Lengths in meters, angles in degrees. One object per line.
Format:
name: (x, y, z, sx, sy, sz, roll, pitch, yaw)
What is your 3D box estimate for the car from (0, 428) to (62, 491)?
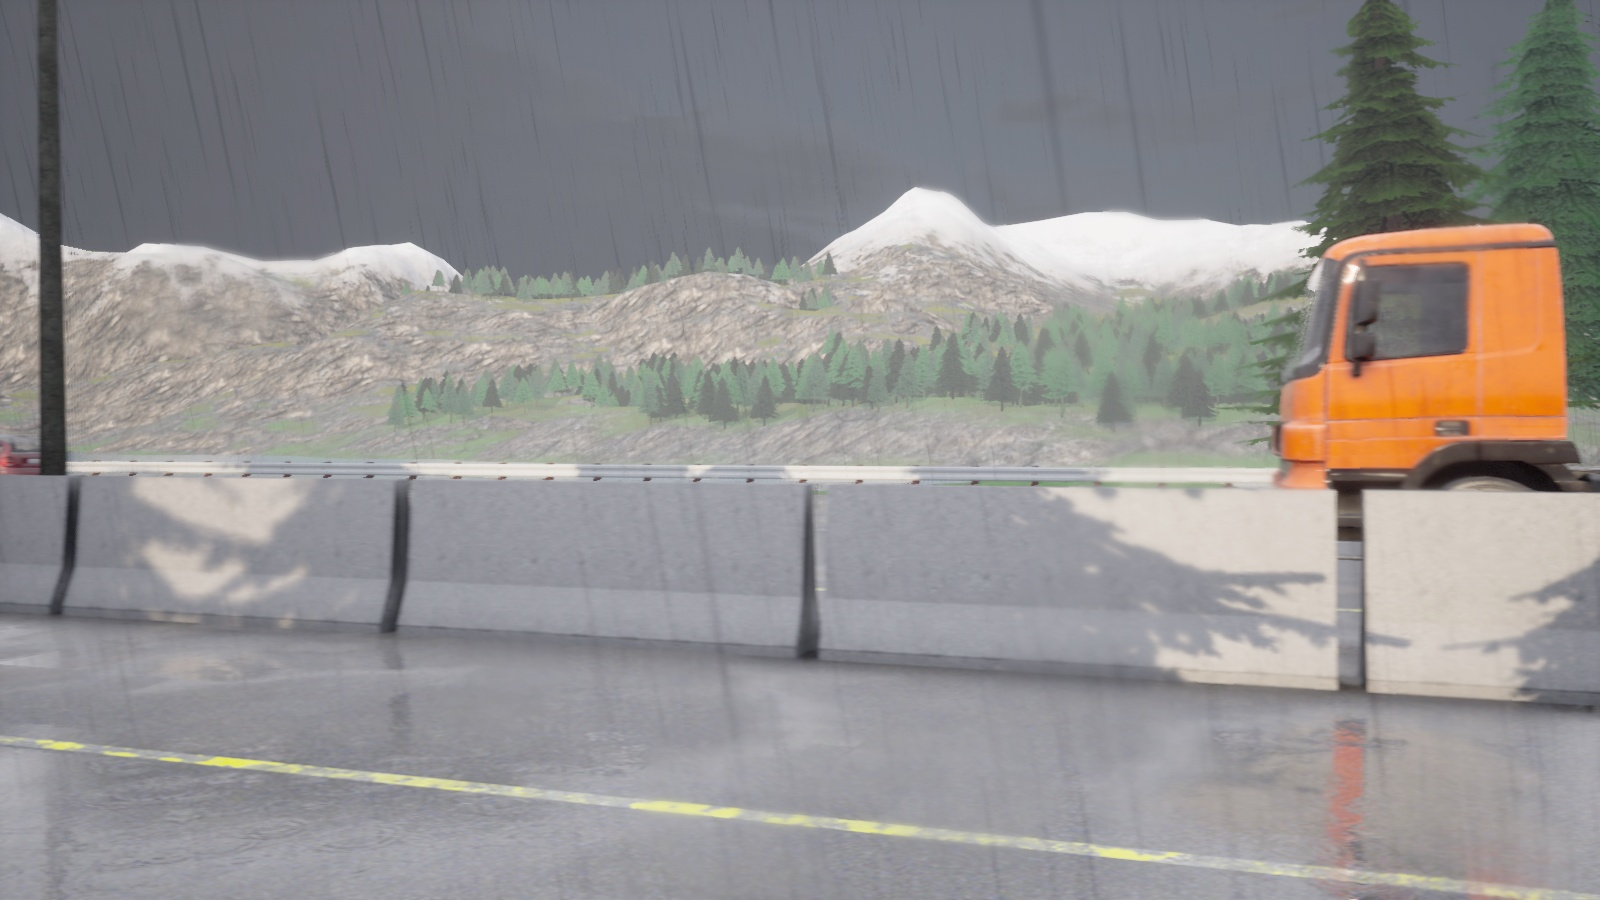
car: (-21.314, 0.207, 32.542, 3.705, 1.549, 1.789, 1, 1, 19)

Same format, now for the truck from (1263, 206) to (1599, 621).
truck: (8.493, -0.306, 11.397, 7.936, 3.462, 2.891, 1, 1, 19)
